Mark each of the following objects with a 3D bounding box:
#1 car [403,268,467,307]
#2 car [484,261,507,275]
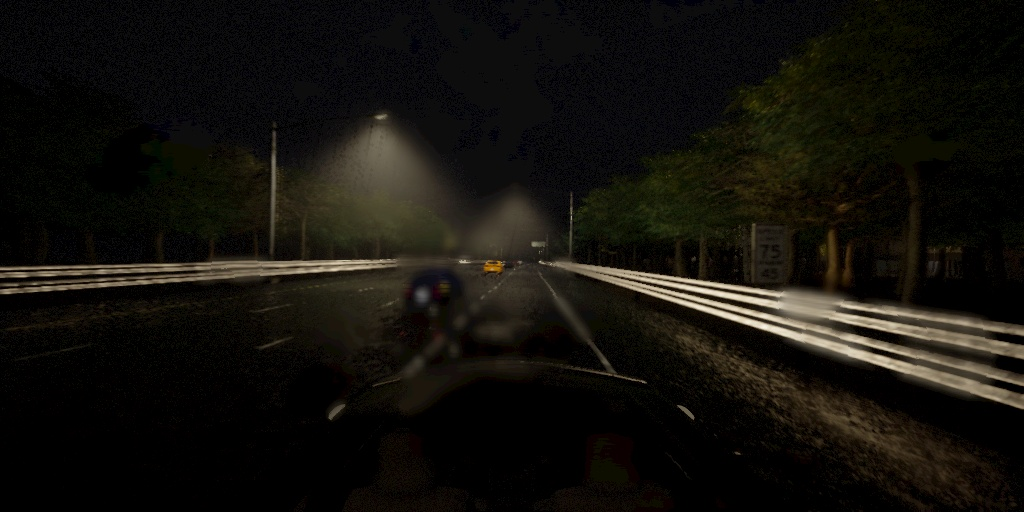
[{"bbox_3d":[-3.111,1.230,15.115,1.812,1.442,4.674,1,0,2],"label":"car"},{"bbox_3d":[-2.000,1.278,40.254,1.882,1.535,5.008,1,0,3],"label":"car"}]
